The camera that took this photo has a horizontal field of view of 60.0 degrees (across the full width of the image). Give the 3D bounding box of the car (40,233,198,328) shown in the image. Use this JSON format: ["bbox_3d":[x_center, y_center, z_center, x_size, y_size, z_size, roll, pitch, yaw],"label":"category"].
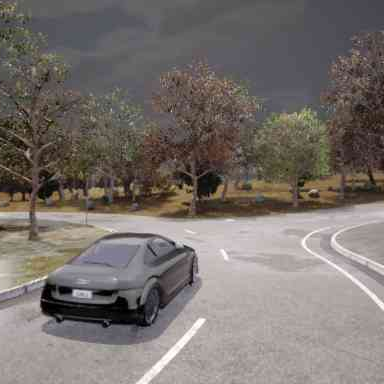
[{"bbox_3d":[-1.209,1.571,7.164,1.994,1.385,4.181,0,0,15],"label":"car"}]
